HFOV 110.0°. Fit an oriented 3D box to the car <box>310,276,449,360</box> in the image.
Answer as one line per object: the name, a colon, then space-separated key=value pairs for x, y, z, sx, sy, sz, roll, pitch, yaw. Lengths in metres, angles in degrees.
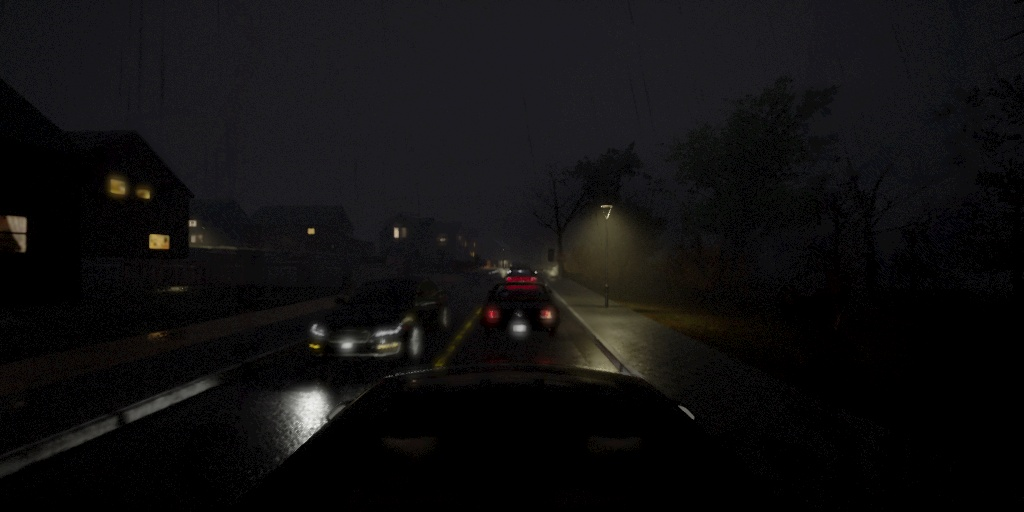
car: x=-2.753 y=1.274 z=8.508 sx=1.837 sy=1.490 sz=4.892 roll=0 pitch=0 yaw=1

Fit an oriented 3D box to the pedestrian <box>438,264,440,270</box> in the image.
pedestrian: x=-8.289 y=0.694 z=40.643 sx=0.375 sy=1.860 sz=0.375 roll=0 pitch=-3 yaw=3

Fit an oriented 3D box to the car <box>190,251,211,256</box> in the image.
car: x=-30.498 y=-0.023 z=35.818 sx=4.674 sy=1.442 sz=1.812 roll=3 pitch=-1 yaw=3

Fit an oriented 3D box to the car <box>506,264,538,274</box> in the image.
car: x=0.592 y=1.388 z=21.665 sx=1.994 sy=1.385 sz=4.181 roll=0 pitch=0 yaw=2

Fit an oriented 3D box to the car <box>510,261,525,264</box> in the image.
car: x=0.673 y=1.603 z=59.185 sx=1.812 sy=1.442 sz=4.674 roll=0 pitch=0 yaw=7

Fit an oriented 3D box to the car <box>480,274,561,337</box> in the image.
car: x=0.239 y=1.376 z=10.424 sx=1.895 sy=1.301 sz=4.718 roll=0 pitch=0 yaw=1
